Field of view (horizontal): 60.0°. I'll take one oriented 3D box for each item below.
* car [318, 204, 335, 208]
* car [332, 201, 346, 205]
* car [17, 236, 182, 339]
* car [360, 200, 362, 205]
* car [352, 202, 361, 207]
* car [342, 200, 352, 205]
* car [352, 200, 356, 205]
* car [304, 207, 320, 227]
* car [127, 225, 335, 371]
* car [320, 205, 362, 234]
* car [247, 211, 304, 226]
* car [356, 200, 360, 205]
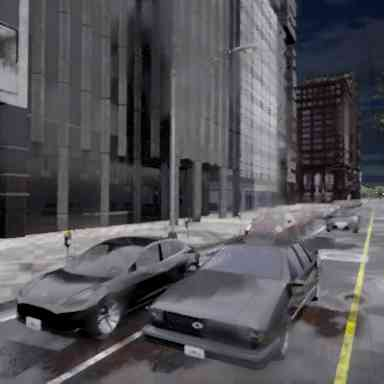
[{"bbox_3d":[12.326,2.103,31.613,1.802,1.307,4.206,0,-1,29],"label":"car"},{"bbox_3d":[17.712,2.223,41.326,1.752,1.417,4.829,0,-1,29],"label":"car"},{"bbox_3d":[-1.347,1.655,6.958,1.947,1.339,4.313,0,-1,29],"label":"car"},{"bbox_3d":[39.668,3.060,80.918,1.947,1.339,4.313,0,-1,29],"label":"car"},{"bbox_3d":[42.389,3.172,85.825,1.947,1.339,4.313,0,-1,29],"label":"car"},{"bbox_3d":[20.529,2.111,46.408,2.192,1.841,5.009,0,-1,29],"label":"car"},{"bbox_3d":[25.998,2.308,56.270,2.192,1.841,5.009,0,-1,29],"label":"car"},{"bbox_3d":[6.857,1.892,21.751,1.887,1.381,4.507,0,-1,29],"label":"car"},{"bbox_3d":[1.324,1.645,6.478,2.033,1.411,5.357,0,-1,29],"label":"car"},{"bbox_3d":[10.170,1.863,22.225,2.128,1.511,4.902,0,-1,29],"label":"car"},{"bbox_3d":[4.123,1.701,16.822,1.967,1.590,4.097,0,-1,29],"label":"car"},{"bbox_3d":[31.466,2.505,66.130,2.192,1.841,5.009,0,-1,29],"label":"car"}]
